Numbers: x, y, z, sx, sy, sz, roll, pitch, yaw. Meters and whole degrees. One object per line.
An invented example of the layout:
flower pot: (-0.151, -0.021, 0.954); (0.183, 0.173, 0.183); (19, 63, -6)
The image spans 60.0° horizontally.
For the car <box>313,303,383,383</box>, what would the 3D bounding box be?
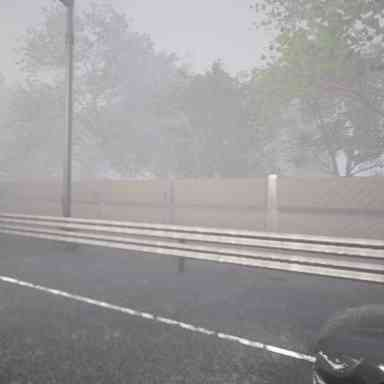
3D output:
car: (3.547, 1.590, 2.635); (4.892, 1.490, 1.837); (0, -1, 32)
